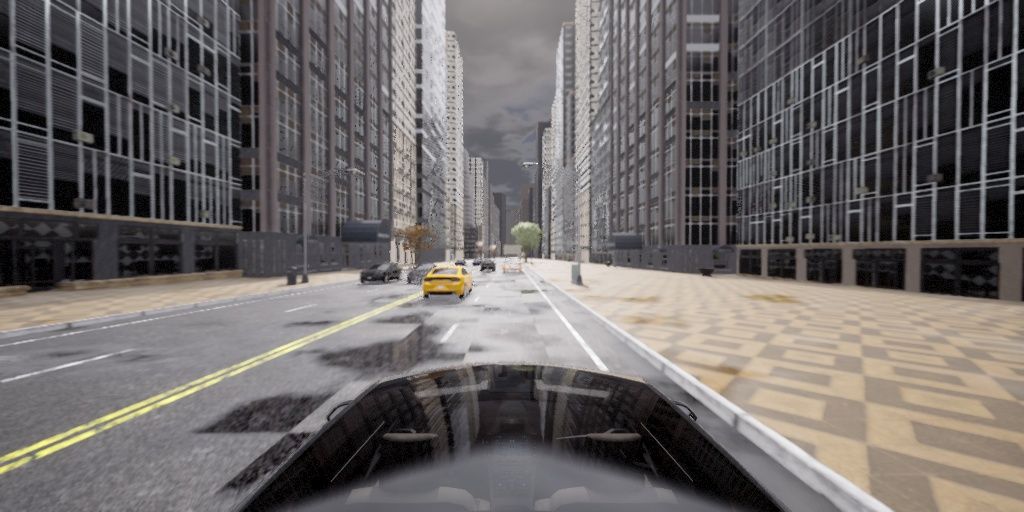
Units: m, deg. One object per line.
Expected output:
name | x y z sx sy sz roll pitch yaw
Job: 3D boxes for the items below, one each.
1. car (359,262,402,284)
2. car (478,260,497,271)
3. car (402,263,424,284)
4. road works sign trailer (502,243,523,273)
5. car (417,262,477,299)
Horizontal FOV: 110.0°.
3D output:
car | -9.830 1.237 27.239 1.882 1.535 5.008 0 0 0
car | -3.129 1.271 48.114 1.837 1.490 4.892 0 0 0
car | -6.579 1.285 27.368 1.812 1.442 4.674 0 0 0
road works sign trailer | 0.037 0.228 44.577 2.380 3.560 2.880 0 0 1
car | -3.143 1.233 18.275 1.882 1.535 5.008 0 0 0
